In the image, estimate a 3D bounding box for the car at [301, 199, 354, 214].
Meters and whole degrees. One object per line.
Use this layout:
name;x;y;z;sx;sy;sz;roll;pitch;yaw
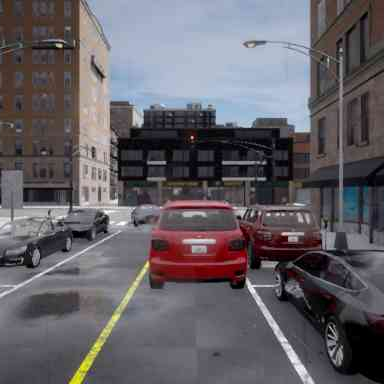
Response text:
car;14.540;1.584;35.808;4.892;1.490;1.837;0;0;1

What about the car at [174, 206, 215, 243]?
car;0.102;1.525;16.991;1.812;1.442;4.674;0;0;0

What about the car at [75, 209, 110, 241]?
car;-5.377;1.565;16.740;1.947;1.339;4.313;0;0;0

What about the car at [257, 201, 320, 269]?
car;2.644;1.314;11.072;2.192;1.841;5.009;0;0;0

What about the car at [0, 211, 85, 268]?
car;-5.381;1.550;11.077;2.008;1.369;4.403;0;0;0

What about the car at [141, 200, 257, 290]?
car;0.086;1.221;9.233;2.150;2.045;5.566;0;0;-1

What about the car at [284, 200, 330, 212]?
car;13.427;1.674;39.061;4.718;1.301;1.895;0;0;0

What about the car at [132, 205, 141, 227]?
car;-3.015;1.562;22.732;1.994;1.385;4.181;1;0;-15

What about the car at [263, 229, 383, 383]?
car;2.640;1.566;5.409;1.947;1.339;4.313;0;0;0
